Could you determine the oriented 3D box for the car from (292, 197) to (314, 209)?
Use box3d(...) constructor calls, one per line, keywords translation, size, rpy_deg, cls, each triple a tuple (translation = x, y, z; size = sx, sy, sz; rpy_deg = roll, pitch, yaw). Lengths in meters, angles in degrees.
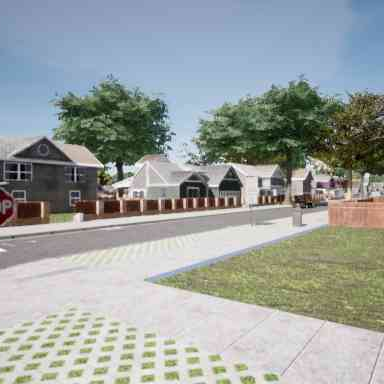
box3d(translation=(15.423, 1.472, 45.894), size=(1.837, 1.490, 4.892), rpy_deg=(0, 0, 36), cls="car")
